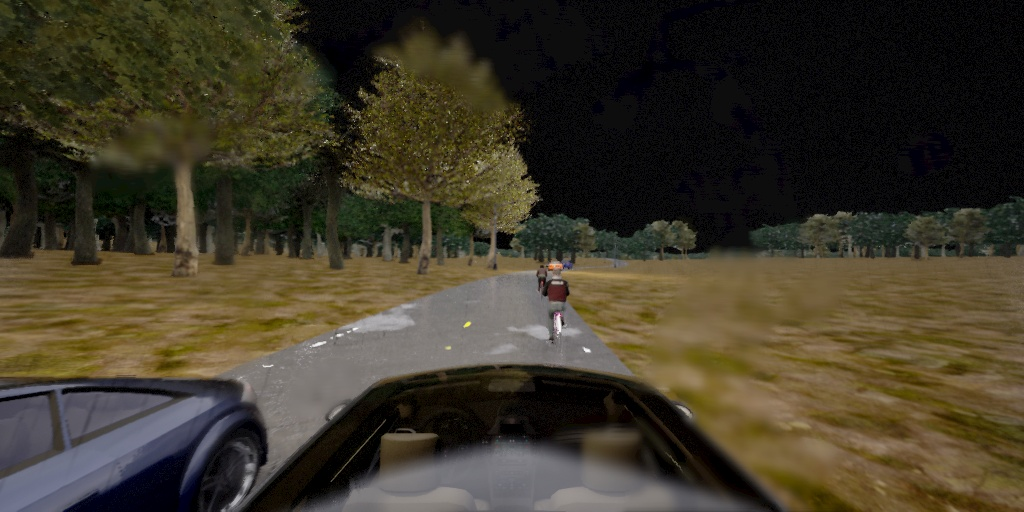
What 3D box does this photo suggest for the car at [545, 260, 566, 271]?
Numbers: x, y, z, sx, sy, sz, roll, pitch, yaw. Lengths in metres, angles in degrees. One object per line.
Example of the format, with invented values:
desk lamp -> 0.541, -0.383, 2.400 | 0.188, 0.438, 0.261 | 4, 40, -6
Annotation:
car -> 7.318, 1.619, 59.772 | 2.097, 1.767, 4.553 | 0, -1, 13

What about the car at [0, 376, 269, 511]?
car -> -3.046, 1.313, 1.293 | 1.994, 1.385, 4.181 | 0, 0, 0

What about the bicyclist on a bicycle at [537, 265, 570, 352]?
bicyclist on a bicycle -> 0.989, 1.129, 8.091 | 0.659, 1.776, 1.843 | 0, 0, 2
